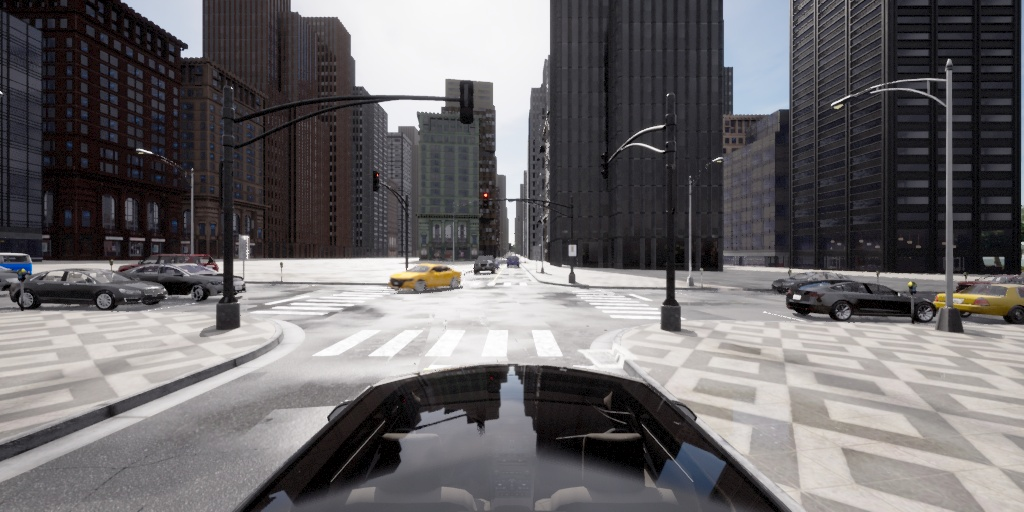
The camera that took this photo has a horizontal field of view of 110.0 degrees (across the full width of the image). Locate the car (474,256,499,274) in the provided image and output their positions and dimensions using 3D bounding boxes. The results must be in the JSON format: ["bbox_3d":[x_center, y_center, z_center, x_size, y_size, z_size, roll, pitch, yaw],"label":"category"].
[{"bbox_3d":[-3.031,0.974,40.878,2.150,2.045,5.566,0,0,0],"label":"car"}]

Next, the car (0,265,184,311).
[{"bbox_3d":[-14.763,1.116,12.614,4.403,1.370,2.007,0,0,0],"label":"car"}]

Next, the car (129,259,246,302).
[{"bbox_3d":[-14.134,1.065,15.358,4.902,1.511,2.128,1,0,1],"label":"car"}]

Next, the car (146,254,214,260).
[{"bbox_3d":[-20.195,0.799,21.150,5.009,1.841,2.192,0,0,0],"label":"car"}]

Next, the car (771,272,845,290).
[{"bbox_3d":[17.812,1.591,21.175,4.403,1.370,2.007,0,0,0],"label":"car"}]

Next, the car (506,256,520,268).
[{"bbox_3d":[0.199,0.974,62.675,2.150,2.045,5.566,0,0,0],"label":"car"}]

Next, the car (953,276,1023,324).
[{"bbox_3d":[17.957,1.571,12.649,4.829,1.417,1.751,0,0,0],"label":"car"}]

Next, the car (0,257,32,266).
[{"bbox_3d":[-23.549,0.935,15.388,4.902,1.511,2.128,1,0,0],"label":"car"}]

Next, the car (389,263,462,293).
[{"bbox_3d":[-4.995,1.212,21.324,1.882,1.535,5.008,2,1,28],"label":"car"}]

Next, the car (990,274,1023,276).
[{"bbox_3d":[29.098,1.766,21.154,4.507,1.381,1.888,0,0,0],"label":"car"}]

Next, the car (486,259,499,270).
[{"bbox_3d":[-2.998,1.277,55.625,1.812,1.442,4.674,0,1,0],"label":"car"}]

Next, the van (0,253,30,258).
[{"bbox_3d":[-31.114,0.680,21.170,3.998,1.789,1.690,0,0,0],"label":"van"}]

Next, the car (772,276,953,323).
[{"bbox_3d":[12.145,1.524,12.660,4.313,1.339,1.948,0,0,0],"label":"car"}]
